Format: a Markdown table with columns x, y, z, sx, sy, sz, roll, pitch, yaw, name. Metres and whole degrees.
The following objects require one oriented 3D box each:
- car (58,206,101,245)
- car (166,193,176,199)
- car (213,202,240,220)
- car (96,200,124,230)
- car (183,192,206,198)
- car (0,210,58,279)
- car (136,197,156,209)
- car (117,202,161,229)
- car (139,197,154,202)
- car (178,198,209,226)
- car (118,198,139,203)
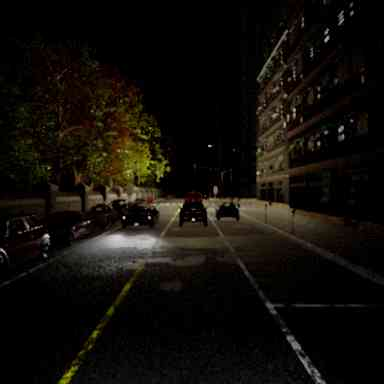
| x | y | z | sx | sy | sz | roll | pitch | yaw | name |
| --- | --- | --- | --- | --- | --- | --- | --- | --- | --- |
| -5.690 | 1.508 | 14.945 | 1.802 | 1.307 | 4.206 | 0 | 0 | 0 | car |
| -5.700 | 1.207 | 86.189 | 1.802 | 1.307 | 4.206 | 0 | 0 | 0 | car |
| 2.689 | 1.425 | 26.026 | 2.008 | 1.369 | 4.403 | 0 | 0 | 0 | car |
| -5.691 | 1.426 | 20.313 | 1.752 | 1.417 | 4.829 | 0 | 0 | 0 | car |
| 0.102 | 1.035 | 39.165 | 2.150 | 2.045 | 5.566 | 0 | 0 | -1 | car |
| -5.689 | 1.393 | 9.406 | 1.967 | 1.590 | 4.097 | 0 | 0 | 0 | car |
| -5.823 | 1.343 | 42.638 | 1.887 | 1.381 | 4.507 | 0 | 0 | 0 | car |
| -3.103 | 1.499 | 20.819 | 1.895 | 1.301 | 4.718 | 0 | 0 | 0 | car |
| -5.770 | 1.374 | 37.098 | 2.008 | 1.369 | 4.403 | 0 | 0 | 0 | car |
| 0.088 | 1.396 | 22.462 | 1.837 | 1.490 | 4.892 | 0 | 0 | 0 | car |
| -5.691 | 1.314 | 26.022 | 1.967 | 1.590 | 4.097 | 0 | 0 | 0 | car |
